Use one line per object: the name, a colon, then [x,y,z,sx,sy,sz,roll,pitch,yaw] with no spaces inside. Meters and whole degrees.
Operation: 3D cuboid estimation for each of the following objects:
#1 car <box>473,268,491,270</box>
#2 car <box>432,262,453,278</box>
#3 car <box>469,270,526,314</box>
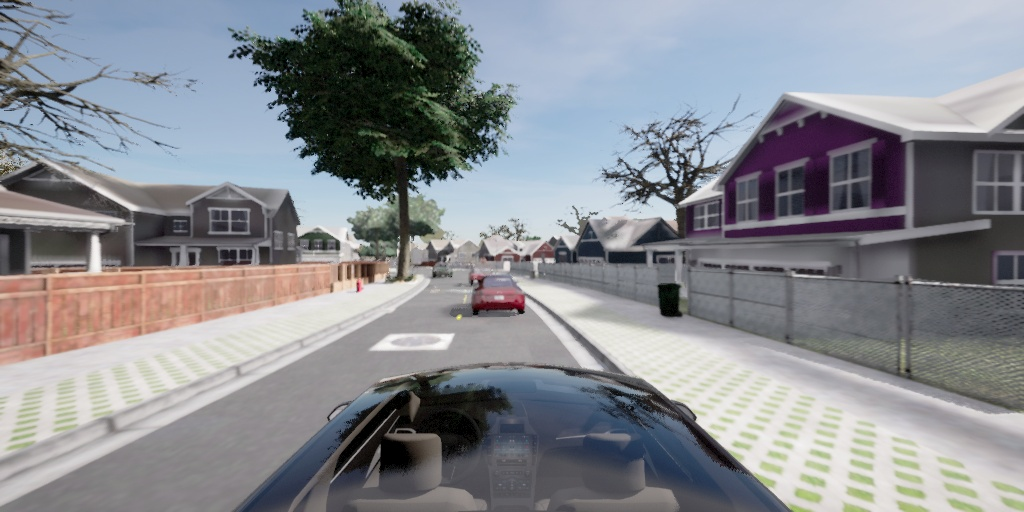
car: [-2.471,1.604,28.700,1.895,1.301,4.718,0,-1,-10]
car: [-7.626,1.492,39.331,2.097,1.767,4.553,0,-1,-13]
car: [-0.614,1.431,14.472,1.994,1.385,4.181,0,0,-5]
